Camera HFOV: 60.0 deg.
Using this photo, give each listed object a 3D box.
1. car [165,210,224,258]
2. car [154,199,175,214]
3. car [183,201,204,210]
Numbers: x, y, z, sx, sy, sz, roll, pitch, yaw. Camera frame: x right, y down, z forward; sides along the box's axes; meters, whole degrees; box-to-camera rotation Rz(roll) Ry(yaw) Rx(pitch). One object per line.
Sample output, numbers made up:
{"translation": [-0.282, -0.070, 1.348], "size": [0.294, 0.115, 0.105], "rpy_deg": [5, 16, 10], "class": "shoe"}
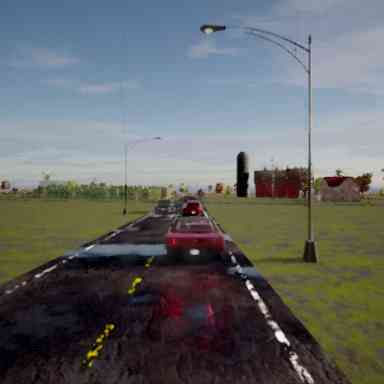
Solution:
{"translation": [0.098, 1.599, 12.673], "size": [1.895, 1.301, 4.718], "rpy_deg": [0, 0, 0], "class": "car"}
{"translation": [-2.832, 1.513, 34.894], "size": [1.837, 1.490, 4.892], "rpy_deg": [0, 0, 0], "class": "car"}
{"translation": [0.107, 1.530, 30.306], "size": [1.812, 1.442, 4.674], "rpy_deg": [0, 0, 0], "class": "car"}
